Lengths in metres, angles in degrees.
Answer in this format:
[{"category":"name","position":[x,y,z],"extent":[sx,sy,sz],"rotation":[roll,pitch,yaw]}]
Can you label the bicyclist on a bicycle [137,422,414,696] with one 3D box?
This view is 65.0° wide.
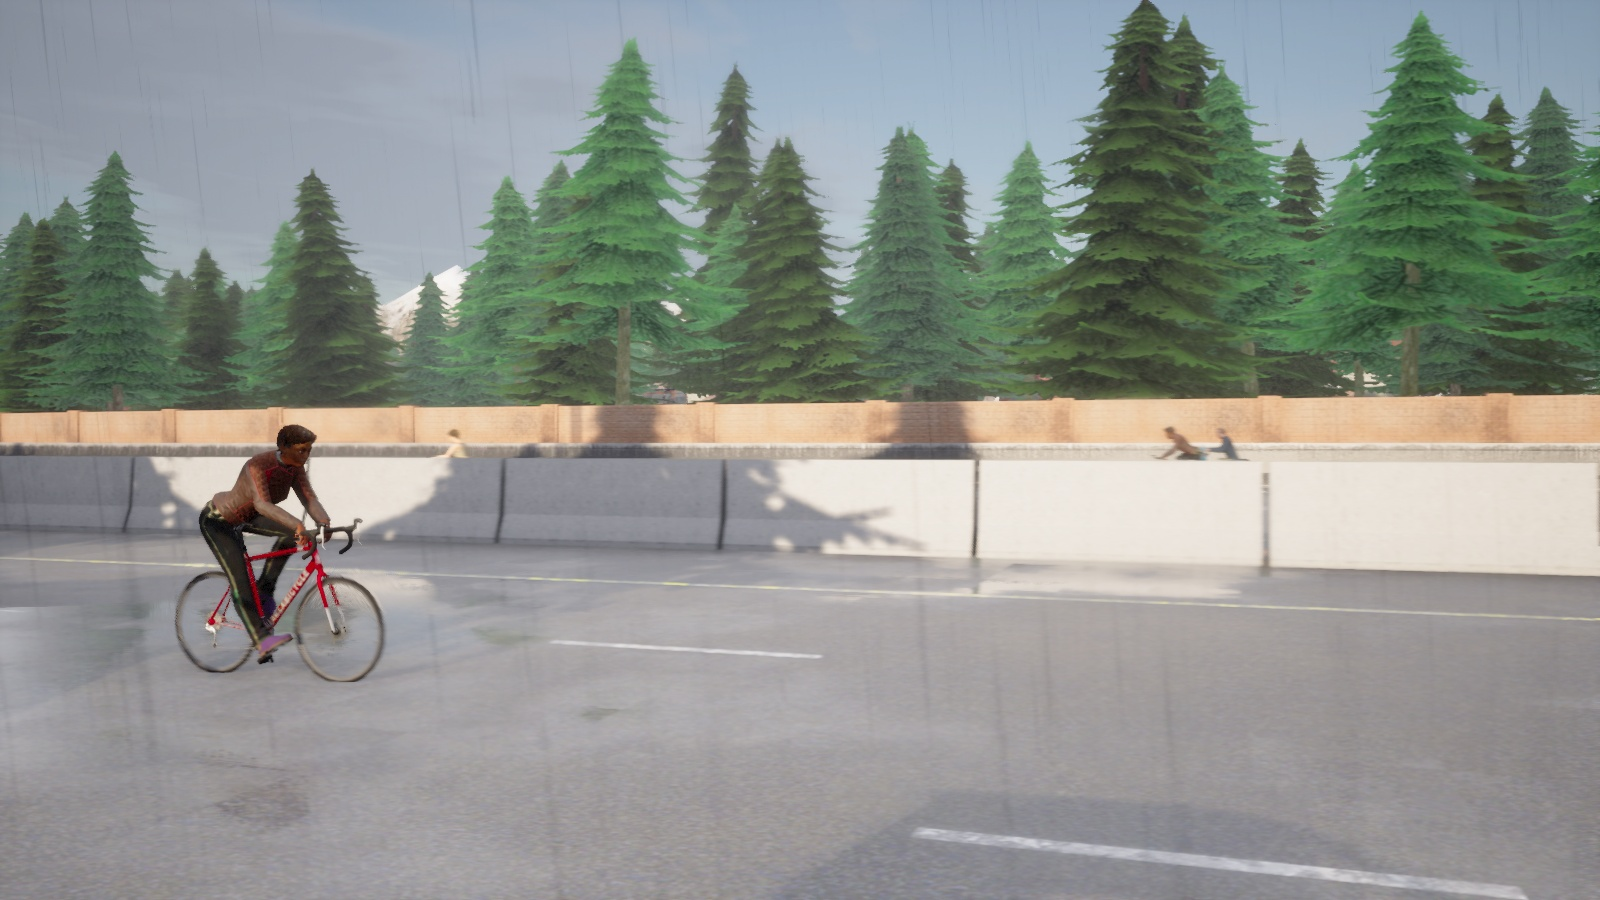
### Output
[{"category":"bicyclist on a bicycle","position":[-3.347,0.638,8.011],"extent":[1.656,1.620,0.582],"rotation":[1,1,19]}]
